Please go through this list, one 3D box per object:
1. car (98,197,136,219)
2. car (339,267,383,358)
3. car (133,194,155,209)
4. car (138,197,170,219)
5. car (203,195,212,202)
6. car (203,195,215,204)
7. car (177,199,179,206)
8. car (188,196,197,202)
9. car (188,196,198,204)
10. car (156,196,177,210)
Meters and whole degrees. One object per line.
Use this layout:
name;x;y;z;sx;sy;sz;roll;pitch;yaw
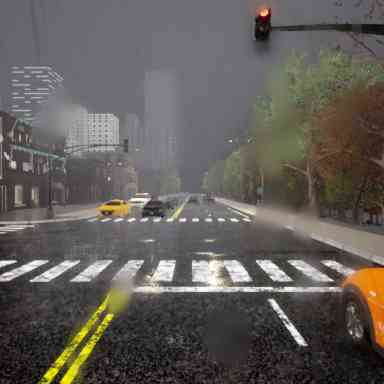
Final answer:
car;-6.763;1.469;29.533;1.882;1.535;5.008;0;0;4
car;3.359;1.351;3.399;2.097;1.767;4.553;0;0;0
car;-6.495;1.210;42.527;2.150;2.045;5.566;0;0;0
car;-3.279;1.469;29.643;1.882;1.535;5.008;0;0;0
car;3.430;1.447;74.879;1.882;1.535;5.008;0;0;0
car;3.500;1.467;64.714;2.128;1.511;4.902;0;0;0
car;-3.208;1.473;54.232;2.128;1.511;4.902;0;0;0
car;0.180;1.565;74.932;1.895;1.301;4.718;0;0;0
car;0.251;1.523;64.439;2.033;1.411;5.357;0;0;1
car;-3.247;1.550;41.590;1.994;1.385;4.181;0;0;0
